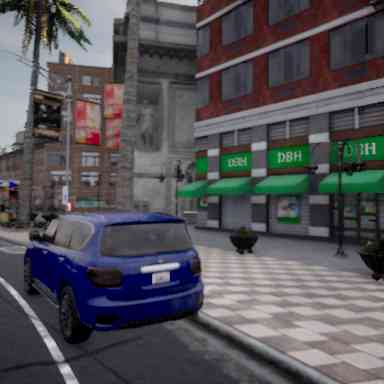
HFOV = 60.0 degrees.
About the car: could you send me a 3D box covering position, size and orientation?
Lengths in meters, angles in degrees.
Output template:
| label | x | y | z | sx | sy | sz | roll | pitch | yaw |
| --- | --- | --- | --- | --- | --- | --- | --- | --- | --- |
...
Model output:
| label | x | y | z | sx | sy | sz | roll | pitch | yaw |
| --- | --- | --- | --- | --- | --- | --- | --- | --- | --- |
| car | -2.037 | 1.422 | 7.143 | 2.150 | 2.045 | 5.566 | 2 | -2 | -36 |
